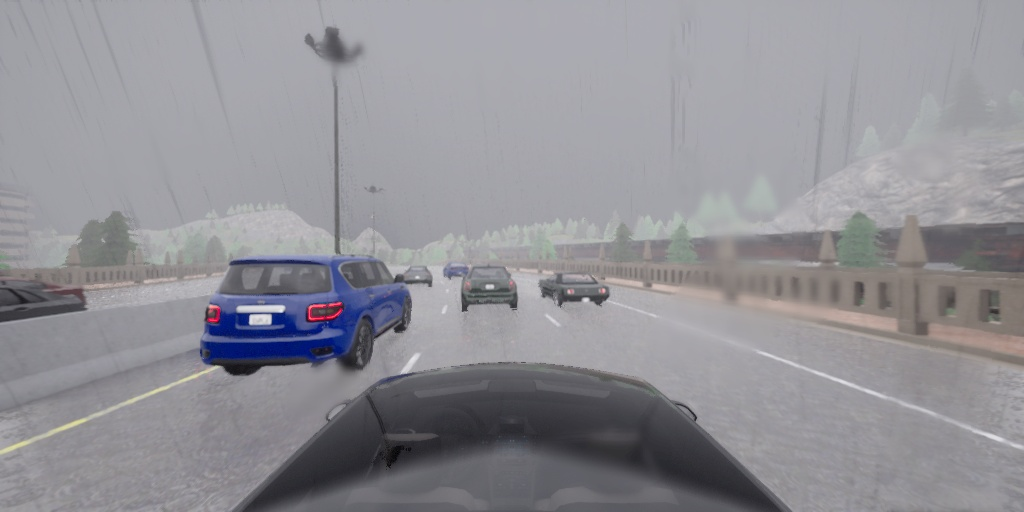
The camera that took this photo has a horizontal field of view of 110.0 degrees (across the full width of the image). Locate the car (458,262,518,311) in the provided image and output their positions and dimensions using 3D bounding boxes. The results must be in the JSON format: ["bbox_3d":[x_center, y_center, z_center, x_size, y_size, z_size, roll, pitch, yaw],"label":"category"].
[{"bbox_3d":[-1.040,1.116,14.864,2.097,1.767,4.553,0,0,-7],"label":"car"}]

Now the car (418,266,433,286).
[{"bbox_3d":[-6.660,1.373,25.412,1.994,1.385,4.181,0,0,-14],"label":"car"}]

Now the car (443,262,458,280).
[{"bbox_3d":[-5.118,1.278,32.578,1.882,1.535,5.008,0,0,-18],"label":"car"}]

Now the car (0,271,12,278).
[{"bbox_3d":[-14.641,1.315,9.519,1.882,1.535,5.008,0,0,-6],"label":"car"}]

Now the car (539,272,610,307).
[{"bbox_3d":[2.457,1.345,15.524,1.895,1.301,4.718,0,0,-8],"label":"car"}]

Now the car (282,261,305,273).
[{"bbox_3d":[-30.863,1.502,50.853,1.882,1.535,5.008,0,0,-21],"label":"car"}]

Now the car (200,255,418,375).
[{"bbox_3d":[-3.744,0.996,7.749,2.150,2.045,5.566,0,0,-4],"label":"car"}]

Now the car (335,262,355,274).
[{"bbox_3d":[-21.920,1.511,47.172,1.994,1.385,4.181,0,0,-21],"label":"car"}]

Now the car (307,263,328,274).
[{"bbox_3d":[-26.078,1.584,48.196,1.895,1.301,4.718,0,0,-21],"label":"car"}]

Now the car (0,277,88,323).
[{"bbox_3d":[-10.890,1.315,6.402,1.837,1.490,4.892,0,0,-4],"label":"car"}]
